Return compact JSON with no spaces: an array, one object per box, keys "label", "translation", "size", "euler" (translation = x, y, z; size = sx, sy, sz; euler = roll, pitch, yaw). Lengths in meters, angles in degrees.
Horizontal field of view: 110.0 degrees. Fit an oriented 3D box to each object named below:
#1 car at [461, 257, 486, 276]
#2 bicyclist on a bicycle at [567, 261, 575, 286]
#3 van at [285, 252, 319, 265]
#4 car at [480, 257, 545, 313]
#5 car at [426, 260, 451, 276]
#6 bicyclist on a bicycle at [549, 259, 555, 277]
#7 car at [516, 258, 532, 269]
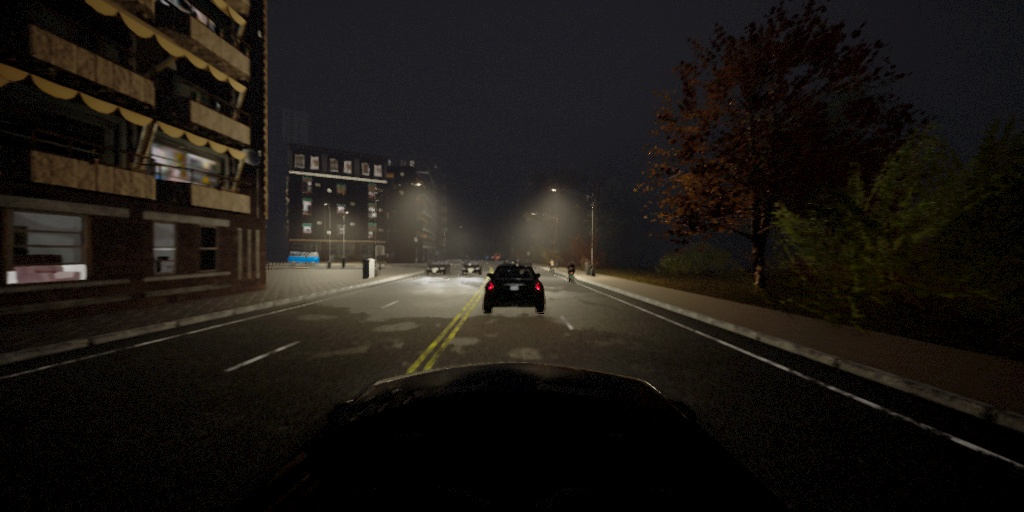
[{"label":"car","translation":[-3.846,1.134,35.169],"size":[2.128,1.511,4.902],"euler":[0,0,-2]},{"label":"bicyclist on a bicycle","translation":[3.961,1.166,23.975],"size":[0.582,1.620,1.656],"euler":[0,0,-1]},{"label":"van","translation":[-28.977,0.366,49.741],"size":[3.998,1.789,1.690],"euler":[0,0,-32]},{"label":"car","translation":[0.065,1.071,14.006],"size":[2.097,1.767,4.553],"euler":[0,0,0]},{"label":"car","translation":[-7.076,1.119,34.938],"size":[2.128,1.511,4.902],"euler":[0,0,-2]},{"label":"bicyclist on a bicycle","translation":[3.697,1.138,33.058],"size":[0.582,1.620,1.656],"euler":[0,0,-2]},{"label":"car","translation":[1.808,1.088,54.302],"size":[1.882,1.535,5.008],"euler":[0,0,-4]}]
